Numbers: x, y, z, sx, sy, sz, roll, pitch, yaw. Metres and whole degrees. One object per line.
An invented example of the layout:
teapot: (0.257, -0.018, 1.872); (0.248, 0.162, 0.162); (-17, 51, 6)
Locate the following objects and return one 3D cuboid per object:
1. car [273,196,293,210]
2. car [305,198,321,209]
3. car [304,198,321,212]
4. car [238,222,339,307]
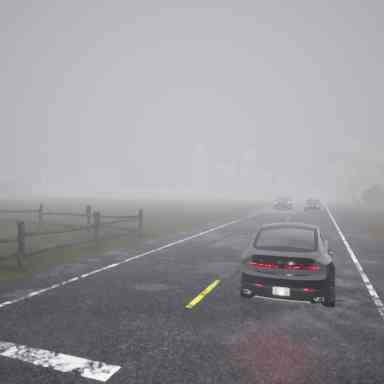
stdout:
car: (11.650, 1.339, 42.308); (2.097, 1.767, 4.553); (0, 0, 21)
car: (16.982, 1.550, 46.494); (1.994, 1.385, 4.181); (0, 0, 21)
car: (14.213, 1.535, 39.107); (2.033, 1.411, 5.357); (0, 0, 21)
car: (2.429, 1.501, 8.126); (1.837, 1.490, 4.892); (0, 0, 21)
